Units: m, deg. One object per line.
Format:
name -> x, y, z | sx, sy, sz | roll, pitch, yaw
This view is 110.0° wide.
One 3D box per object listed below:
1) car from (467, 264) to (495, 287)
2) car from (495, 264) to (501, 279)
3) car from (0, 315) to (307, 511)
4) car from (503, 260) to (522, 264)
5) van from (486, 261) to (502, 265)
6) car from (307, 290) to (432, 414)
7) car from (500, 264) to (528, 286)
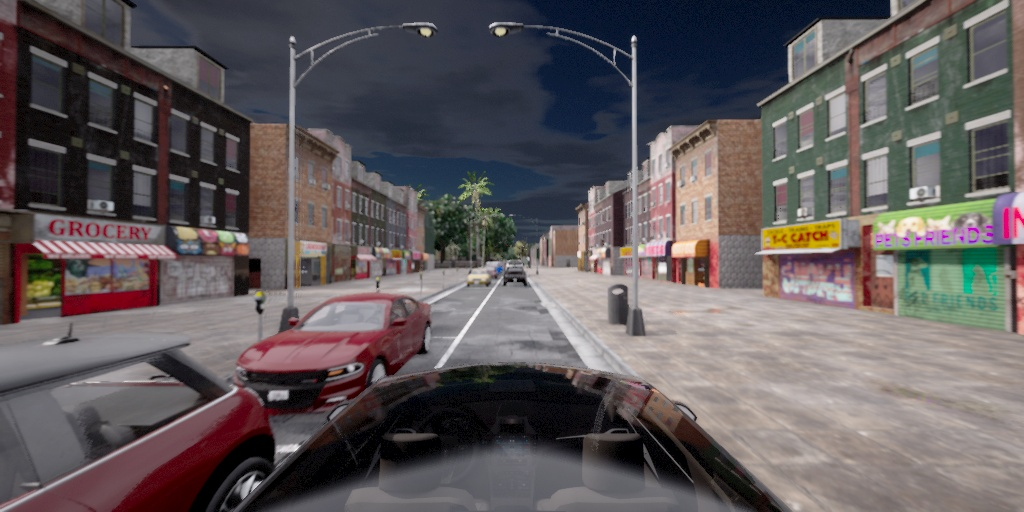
car -> -2.512, 1.599, 27.968 | 1.751, 1.417, 4.829 | 0, 0, 0
car -> -2.455, 1.804, 39.063 | 1.802, 1.307, 4.207 | 0, 0, 0
car -> -2.649, 1.178, 0.820 | 1.967, 1.591, 4.097 | 0, 0, 0
car -> 0.310, 1.522, 44.461 | 2.150, 2.045, 5.566 | 0, 0, 0
van -> -2.428, 1.639, 44.527 | 1.690, 1.789, 3.998 | 0, 0, 0
car -> -2.621, 1.350, 6.284 | 1.888, 1.381, 4.507 | 0, 0, 0
car -> 0.233, 1.593, 29.265 | 1.837, 1.490, 4.892 | 0, -1, 0
